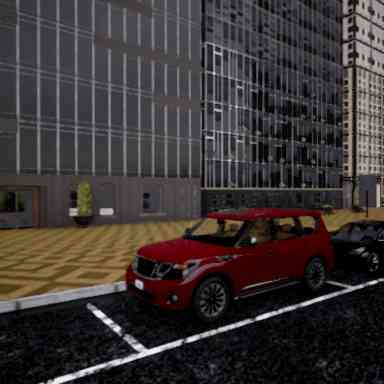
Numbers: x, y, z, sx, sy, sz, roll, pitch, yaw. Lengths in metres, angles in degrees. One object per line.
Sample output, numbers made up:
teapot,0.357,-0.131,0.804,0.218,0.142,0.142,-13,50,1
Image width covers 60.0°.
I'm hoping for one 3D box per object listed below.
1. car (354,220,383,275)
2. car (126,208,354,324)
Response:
car,5.612,1.593,10.572,4.313,1.339,1.947,0,0,-36
car,1.116,1.327,7.364,5.009,1.841,2.192,0,0,-36
